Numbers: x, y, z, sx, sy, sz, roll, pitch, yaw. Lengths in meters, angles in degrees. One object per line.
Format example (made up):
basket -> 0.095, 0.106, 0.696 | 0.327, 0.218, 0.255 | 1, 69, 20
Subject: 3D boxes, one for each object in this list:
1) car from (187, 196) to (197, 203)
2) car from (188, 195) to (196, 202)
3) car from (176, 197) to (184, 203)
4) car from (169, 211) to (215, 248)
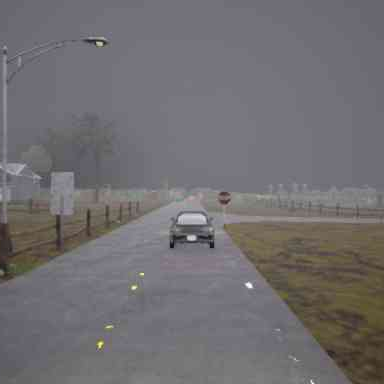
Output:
car -> 0.000, 1.574, 73.504 | 2.097, 1.767, 4.553 | 0, 0, 0
car -> -0.001, 1.680, 87.099 | 1.882, 1.535, 5.008 | 0, 0, 0
car -> -2.751, 1.801, 78.684 | 2.033, 1.411, 5.357 | 0, 0, 0
car -> 0.000, 1.545, 14.653 | 1.812, 1.442, 4.674 | 0, 0, 0
